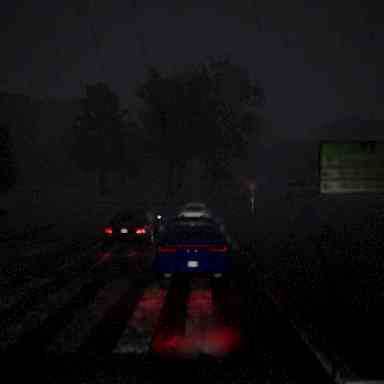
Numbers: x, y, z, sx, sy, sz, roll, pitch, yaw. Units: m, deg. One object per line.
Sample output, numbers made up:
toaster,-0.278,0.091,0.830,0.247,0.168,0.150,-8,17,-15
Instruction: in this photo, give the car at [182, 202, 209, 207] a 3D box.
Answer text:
car,0.236,1.285,19.258,1.812,1.442,4.674,0,2,5

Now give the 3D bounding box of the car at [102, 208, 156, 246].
car,-2.521,1.448,14.967,2.033,1.411,5.357,0,2,0

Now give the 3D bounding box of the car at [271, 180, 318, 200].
car,11.446,-0.286,37.165,5.566,2.045,2.150,-2,5,-25

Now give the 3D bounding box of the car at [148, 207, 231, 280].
car,0.004,1.460,9.999,1.882,1.535,5.008,0,0,0
